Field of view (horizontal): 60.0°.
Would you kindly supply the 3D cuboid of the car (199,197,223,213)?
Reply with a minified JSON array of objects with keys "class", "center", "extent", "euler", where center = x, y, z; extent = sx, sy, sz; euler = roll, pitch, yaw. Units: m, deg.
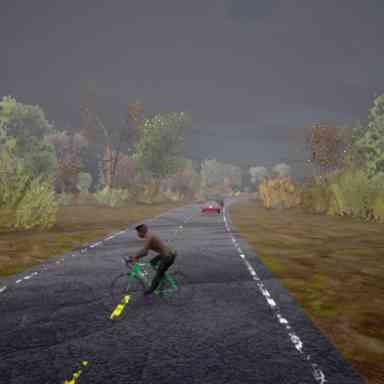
[{"class":"car","center":[2.244,1.564,37.683],"extent":[1.994,1.385,4.181],"euler":[0,0,6]}]

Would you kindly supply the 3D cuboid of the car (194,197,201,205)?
[{"class":"car","center":[1.625,1.574,58.374],"extent":[1.994,1.385,4.181],"euler":[0,0,9]}]

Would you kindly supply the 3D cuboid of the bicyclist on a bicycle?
[{"class":"bicyclist on a bicycle","center":[-0.793,1.454,6.491],"extent":[1.656,1.620,0.582],"euler":[-2,0,2]}]

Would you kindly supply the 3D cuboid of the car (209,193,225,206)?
[{"class":"car","center":[3.690,1.227,50.294],"extent":[2.150,2.045,5.566],"euler":[0,0,7]}]
